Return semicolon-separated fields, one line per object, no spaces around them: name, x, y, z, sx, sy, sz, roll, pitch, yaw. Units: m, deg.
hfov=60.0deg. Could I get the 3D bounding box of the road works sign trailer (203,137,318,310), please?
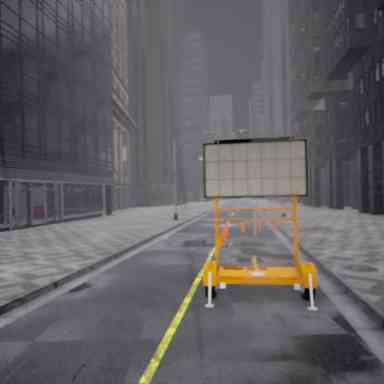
road works sign trailer;1.511;0.529;7.987;2.380;3.560;2.880;-1;-1;8
